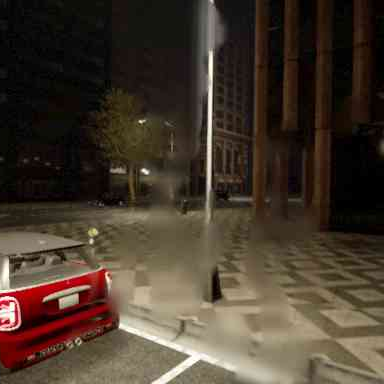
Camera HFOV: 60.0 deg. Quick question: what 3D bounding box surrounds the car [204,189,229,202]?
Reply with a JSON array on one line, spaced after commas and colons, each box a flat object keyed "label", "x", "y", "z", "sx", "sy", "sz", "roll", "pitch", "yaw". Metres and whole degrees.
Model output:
[{"label": "car", "x": 4.251, "y": 0.578, "z": 56.924, "sx": 2.150, "sy": 2.045, "sz": 5.566, "roll": 1, "pitch": 1, "yaw": 37}]

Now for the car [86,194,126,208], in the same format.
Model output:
[{"label": "car", "x": -9.761, "y": 0.964, "z": 38.078, "sx": 1.837, "sy": 1.490, "sz": 4.892, "roll": 1, "pitch": 1, "yaw": 36}]

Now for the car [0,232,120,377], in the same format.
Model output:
[{"label": "car", "x": -3.092, "y": 1.362, "z": 5.298, "sx": 4.097, "sy": 1.590, "sz": 1.967, "roll": 1, "pitch": 1, "yaw": 37}]
